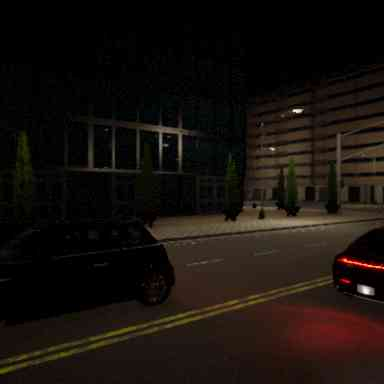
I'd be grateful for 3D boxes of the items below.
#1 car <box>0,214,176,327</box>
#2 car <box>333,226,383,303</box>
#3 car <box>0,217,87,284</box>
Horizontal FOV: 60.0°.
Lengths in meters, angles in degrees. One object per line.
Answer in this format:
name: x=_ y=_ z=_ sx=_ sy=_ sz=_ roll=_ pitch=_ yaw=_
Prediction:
car: x=-2.627 y=1.352 z=6.389 sx=4.553 sy=1.767 sz=2.097 roll=0 pitch=0 yaw=-35
car: x=5.075 y=1.505 z=7.372 sx=4.892 sy=1.490 sz=1.837 roll=0 pitch=0 yaw=-36
car: x=-5.383 y=1.525 z=8.723 sx=4.674 sy=1.442 sz=1.812 roll=0 pitch=0 yaw=-36
